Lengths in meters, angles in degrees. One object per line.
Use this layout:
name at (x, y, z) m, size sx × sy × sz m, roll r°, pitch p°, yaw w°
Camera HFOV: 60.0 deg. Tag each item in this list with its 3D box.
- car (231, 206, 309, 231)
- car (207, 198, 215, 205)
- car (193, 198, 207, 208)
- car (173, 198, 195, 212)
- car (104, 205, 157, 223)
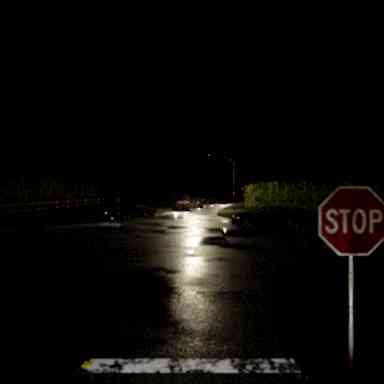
car at (5.036, 1.664, 21.782) m, size 4.902 × 1.511 × 2.128 m, roll 0°, pitch 0°, yaw 4°
car at (3.637, 1.984, 68.760) m, size 1.812 × 1.442 × 4.674 m, roll 0°, pitch -1°, yaw 13°
car at (0.616, 1.701, 55.026) m, size 2.097 × 1.767 × 4.553 m, roll 0°, pitch -1°, yaw 11°
car at (-1.228, 1.830, 42.959) m, size 1.994 × 1.385 × 4.181 m, roll 0°, pitch 0°, yaw 7°
car at (-5.045, 1.761, 27.779) m, size 1.895 × 1.301 × 4.718 m, roll 0°, pitch 0°, yaw 32°
